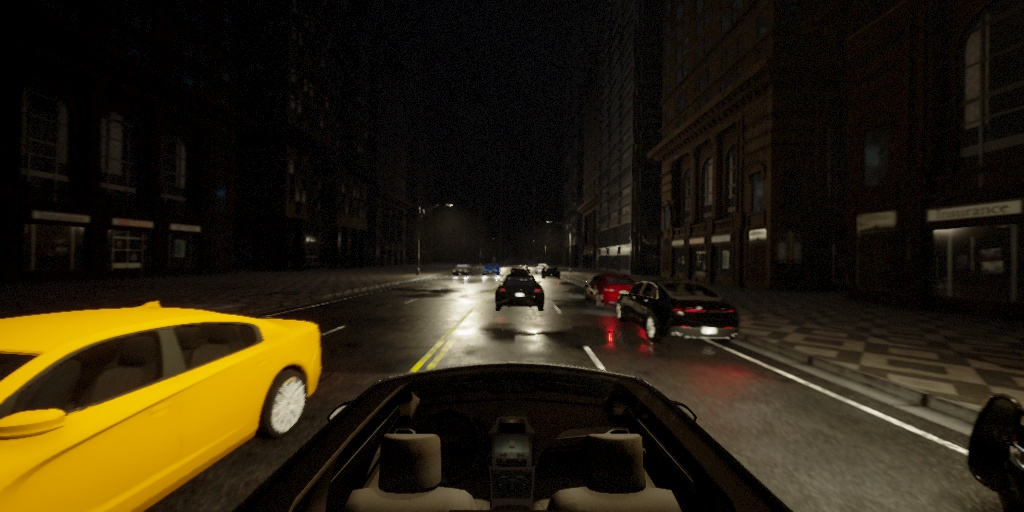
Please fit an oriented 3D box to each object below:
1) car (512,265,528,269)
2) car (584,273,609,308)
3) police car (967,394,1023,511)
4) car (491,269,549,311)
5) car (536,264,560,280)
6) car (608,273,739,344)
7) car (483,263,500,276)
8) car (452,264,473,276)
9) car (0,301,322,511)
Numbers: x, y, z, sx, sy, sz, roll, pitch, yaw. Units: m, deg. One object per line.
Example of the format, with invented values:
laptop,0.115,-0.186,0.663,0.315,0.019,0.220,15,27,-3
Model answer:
car,0.752,1.569,33.549,2.128,1.511,4.902,1,-1,1
car,4.482,1.486,16.219,1.812,1.442,4.674,1,-1,1
police car,4.121,1.227,0.334,1.930,1.638,5.238,1,-1,1
car,0.338,1.451,15.457,1.994,1.385,4.181,1,-1,1
car,4.055,1.672,38.252,2.128,1.511,4.902,1,-1,2
car,4.346,1.404,10.220,1.837,1.490,4.892,1,-1,1
car,-2.448,1.621,44.259,1.882,1.535,5.008,1,-1,1
car,-5.747,1.618,42.362,2.033,1.411,5.357,1,-1,1
car,-3.405,1.182,2.528,1.882,1.535,5.008,1,-1,1
